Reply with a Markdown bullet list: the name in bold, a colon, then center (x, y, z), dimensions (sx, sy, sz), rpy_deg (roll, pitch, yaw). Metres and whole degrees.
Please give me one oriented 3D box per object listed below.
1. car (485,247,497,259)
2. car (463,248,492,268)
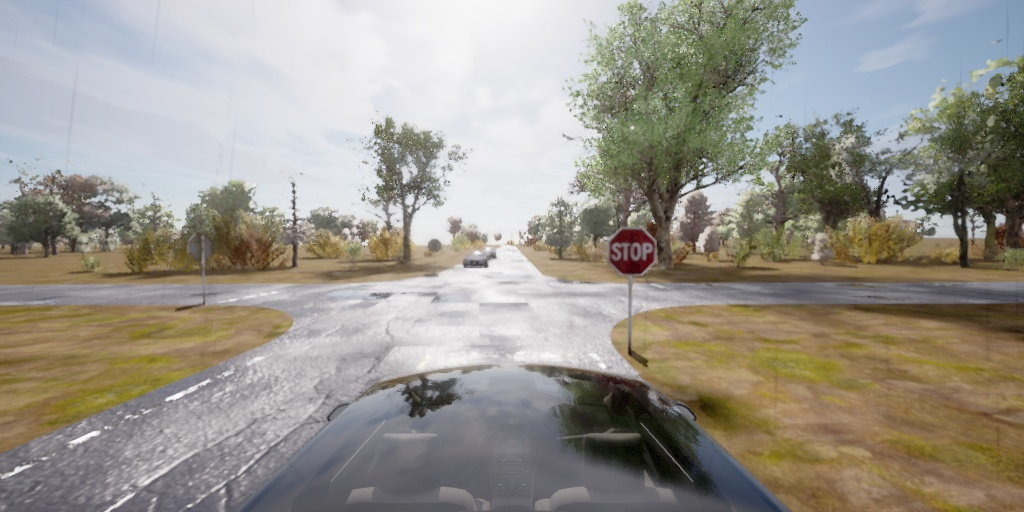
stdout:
- **car**: center (-3.024, -0.417, 47.752), dimensions (2.128, 1.511, 4.902), rpy_deg (0, 2, 0)
- **car**: center (-3.014, 0.299, 30.757), dimensions (1.994, 1.385, 4.181), rpy_deg (0, 3, 0)
